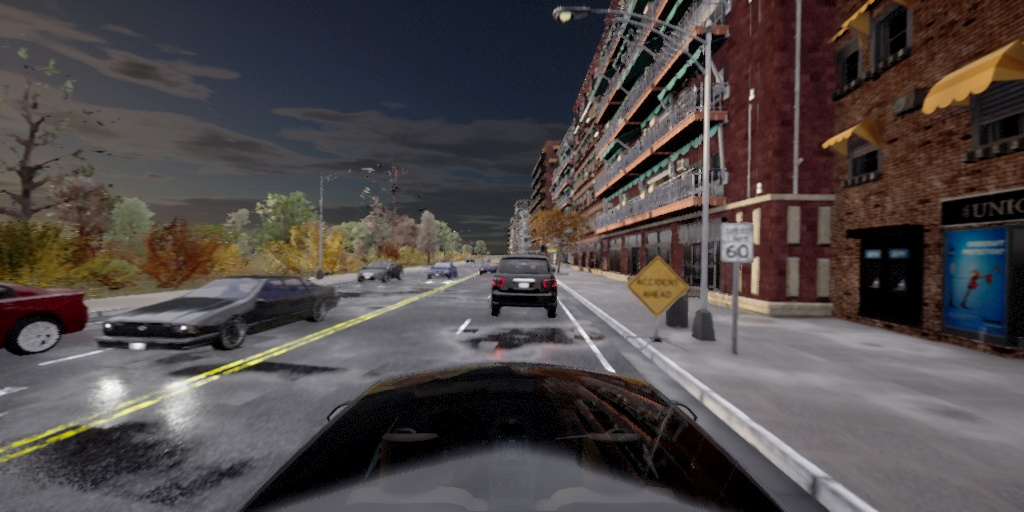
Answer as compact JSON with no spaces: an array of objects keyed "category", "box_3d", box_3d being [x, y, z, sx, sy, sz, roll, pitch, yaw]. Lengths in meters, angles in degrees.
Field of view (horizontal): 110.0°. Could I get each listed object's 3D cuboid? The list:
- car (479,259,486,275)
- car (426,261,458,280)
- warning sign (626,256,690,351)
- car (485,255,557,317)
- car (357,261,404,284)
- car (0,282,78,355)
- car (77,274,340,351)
[{"category":"car","box_3d":[-2.198,1.313,36.689,1.895,1.301,4.718,1,0,1]},{"category":"car","box_3d":[-5.705,1.171,29.982,1.812,1.442,4.674,1,0,1]},{"category":"warning sign","box_3d":[3.019,0.920,7.527,1.300,1.860,1.060,0,0,2]},{"category":"car","box_3d":[0.472,0.979,13.482,2.150,2.045,5.566,1,0,2]},{"category":"car","box_3d":[-9.085,1.074,25.159,2.128,1.511,4.902,1,0,2]},{"category":"car","box_3d":[-9.793,1.047,5.287,1.882,1.535,5.008,1,0,2]},{"category":"car","box_3d":[-6.384,1.179,8.872,2.033,1.411,5.357,1,0,2]}]
